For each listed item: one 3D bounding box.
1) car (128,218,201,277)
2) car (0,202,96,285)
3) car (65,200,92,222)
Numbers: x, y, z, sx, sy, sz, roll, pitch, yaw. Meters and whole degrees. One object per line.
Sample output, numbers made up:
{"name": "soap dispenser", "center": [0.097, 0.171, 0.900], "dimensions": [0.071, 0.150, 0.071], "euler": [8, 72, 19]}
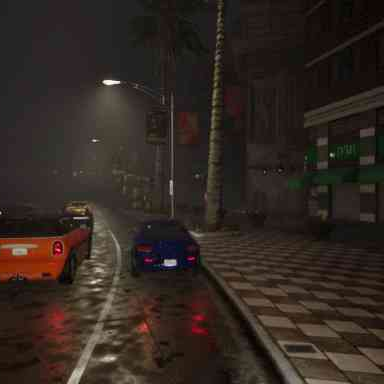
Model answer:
{"name": "car", "center": [-0.947, 1.524, 10.194], "dimensions": [1.812, 1.442, 4.674], "euler": [0, 0, -11]}
{"name": "car", "center": [-4.173, 1.349, 9.503], "dimensions": [2.097, 1.767, 4.553], "euler": [0, 0, -9]}
{"name": "car", "center": [-9.281, 1.469, 27.444], "dimensions": [1.882, 1.535, 5.008], "euler": [0, 0, -18]}
